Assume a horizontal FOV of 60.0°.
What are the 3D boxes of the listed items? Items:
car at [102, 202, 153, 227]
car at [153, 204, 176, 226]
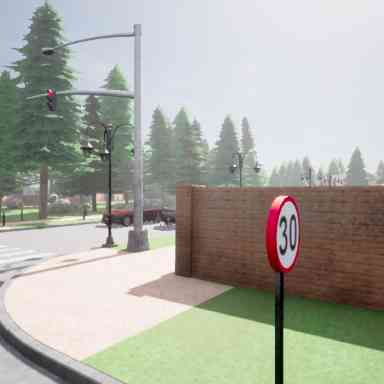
[{"bbox_3d":[-3.991,1.464,23.142,1.882,1.535,5.008,0,0,35],"label":"car"},{"bbox_3d":[-0.047,1.477,22.321,2.128,1.511,4.902,0,0,34],"label":"car"}]
